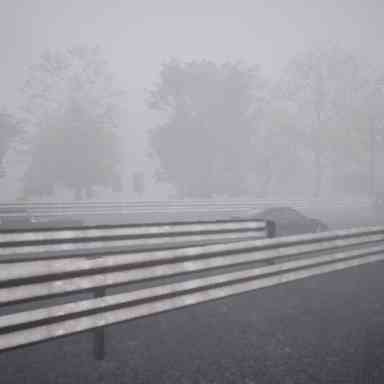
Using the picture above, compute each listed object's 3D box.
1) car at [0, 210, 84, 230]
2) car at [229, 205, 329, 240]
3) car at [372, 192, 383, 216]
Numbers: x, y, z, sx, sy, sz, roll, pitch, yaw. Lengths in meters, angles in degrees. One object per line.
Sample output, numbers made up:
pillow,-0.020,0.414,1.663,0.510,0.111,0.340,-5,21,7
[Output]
car,-6.618,1.352,12.942,4.718,1.301,1.895,0,0,-27
car,3.666,1.298,14.147,4.674,1.442,1.812,0,0,-26
car,18.211,1.033,28.891,5.566,2.045,2.150,0,0,-25
